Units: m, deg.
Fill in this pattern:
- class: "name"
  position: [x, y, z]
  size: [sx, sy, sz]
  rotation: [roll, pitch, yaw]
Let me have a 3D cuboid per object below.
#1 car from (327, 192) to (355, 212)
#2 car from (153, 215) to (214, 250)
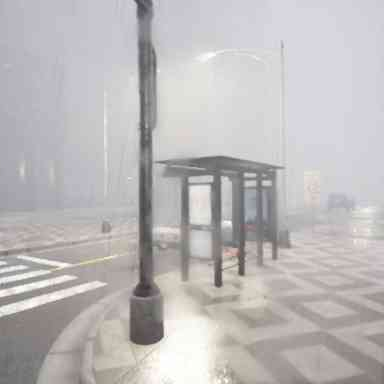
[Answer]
- class: "car"
  position: [16.610, 1.059, 36.930]
  size: [2.150, 2.045, 5.566]
  rotation: [-1, 0, 34]
- class: "car"
  position: [0.327, 1.527, 13.130]
  size: [1.895, 1.301, 4.718]
  rotation: [-1, 0, 35]
